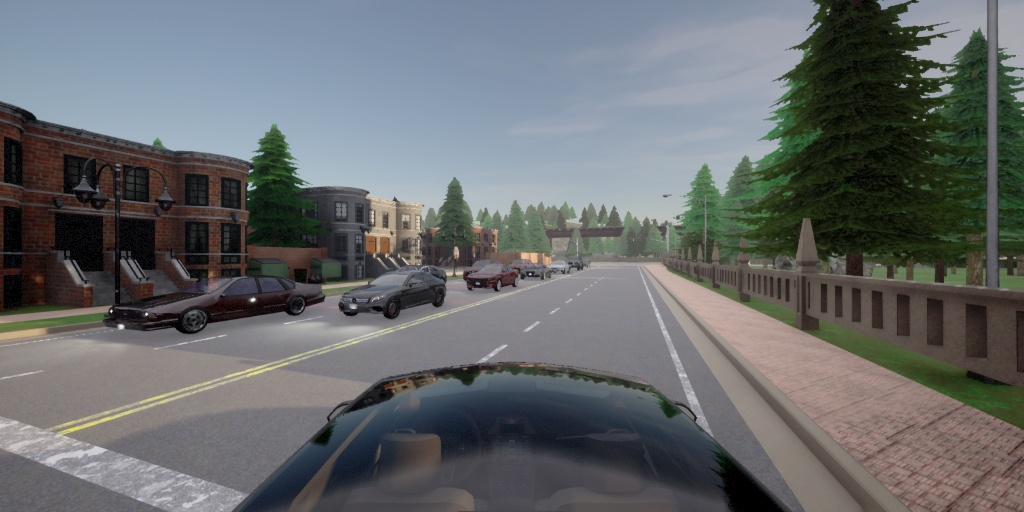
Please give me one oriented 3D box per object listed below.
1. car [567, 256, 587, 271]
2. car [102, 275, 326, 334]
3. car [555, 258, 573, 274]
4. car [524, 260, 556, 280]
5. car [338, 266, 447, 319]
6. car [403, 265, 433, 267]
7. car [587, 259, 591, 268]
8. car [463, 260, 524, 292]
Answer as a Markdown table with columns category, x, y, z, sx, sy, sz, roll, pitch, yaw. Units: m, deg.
| category | x | y | z | sx | sy | sz | roll | pitch | yaw |
| --- | --- | --- | --- | --- | --- | --- | --- | --- | --- |
| car | 8.775 | 0.971 | 50.844 | 2.150 | 2.045 | 5.566 | 0 | 0 | 19 |
| car | -8.467 | 1.297 | 11.066 | 2.033 | 1.411 | 5.357 | 0 | 0 | 19 |
| car | 5.409 | 1.276 | 40.971 | 1.812 | 1.442 | 4.674 | 0 | 0 | 19 |
| car | 2.168 | 1.314 | 31.422 | 1.994 | 1.385 | 4.181 | 0 | 0 | 20 |
| car | -4.072 | 1.276 | 13.111 | 1.812 | 1.442 | 4.674 | 0 | 0 | 19 |
| car | -5.417 | 1.242 | 20.040 | 2.128 | 1.511 | 4.902 | 0 | 0 | 18 |
| car | 12.255 | 1.255 | 61.013 | 1.837 | 1.490 | 4.892 | 0 | 0 | 19 |
| car | -1.067 | 1.228 | 21.942 | 1.882 | 1.535 | 5.008 | 0 | 0 | 19 |
